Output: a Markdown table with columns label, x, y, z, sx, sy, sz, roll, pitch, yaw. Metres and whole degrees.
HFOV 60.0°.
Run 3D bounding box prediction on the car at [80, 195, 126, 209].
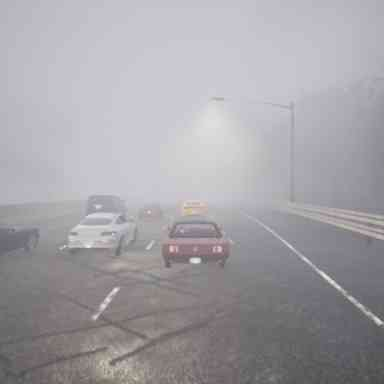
| label | x | y | z | sx | sy | sz | roll | pitch | yaw |
| --- | --- | --- | --- | --- | --- | --- | --- | --- | --- |
| car | -6.892 | 1.231 | 27.059 | 2.150 | 2.045 | 5.566 | 0 | 0 | 0 |

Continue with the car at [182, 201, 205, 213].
| label | x | y | z | sx | sy | sz | roll | pitch | yaw |
| --- | --- | --- | --- | --- | --- | --- | --- | --- | --- |
| car | 0.107 | 1.490 | 29.533 | 1.882 | 1.535 | 5.008 | 0 | 0 | 0 |

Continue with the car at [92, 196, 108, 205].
| label | x | y | z | sx | sy | sz | roll | pitch | yaw |
| --- | --- | --- | --- | --- | --- | --- | --- | --- | --- |
| car | -17.490 | 1.575 | 63.276 | 1.812 | 1.442 | 4.674 | 0 | 0 | 0 |

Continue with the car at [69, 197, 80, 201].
| label | x | y | z | sx | sy | sz | roll | pitch | yaw |
| --- | --- | --- | --- | --- | --- | --- | --- | --- | --- |
| car | -20.988 | 1.575 | 62.807 | 1.812 | 1.442 | 4.674 | 0 | 0 | 0 |

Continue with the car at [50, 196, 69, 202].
| label | x | y | z | sx | sy | sz | roll | pitch | yaw |
| --- | --- | --- | --- | --- | --- | --- | --- | --- | --- |
| car | -24.484 | 1.524 | 63.071 | 1.882 | 1.535 | 5.008 | 0 | 0 | 0 |

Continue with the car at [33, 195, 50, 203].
| label | x | y | z | sx | sy | sz | roll | pitch | yaw |
| --- | --- | --- | --- | --- | --- | --- | --- | --- | --- |
| car | -27.983 | 1.401 | 62.614 | 2.097 | 1.767 | 4.553 | 0 | 0 | 0 |

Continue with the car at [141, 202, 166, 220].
| label | x | y | z | sx | sy | sz | roll | pitch | yaw |
| --- | --- | --- | --- | --- | --- | --- | --- | --- | --- |
| car | -3.393 | 1.575 | 28.590 | 1.994 | 1.385 | 4.181 | 0 | 0 | 0 |

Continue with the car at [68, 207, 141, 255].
| label | x | y | z | sx | sy | sz | roll | pitch | yaw |
| --- | --- | --- | --- | --- | --- | --- | --- | --- | --- |
| car | -3.397 | 1.527 | 13.213 | 1.812 | 1.442 | 4.674 | 0 | 0 | 0 |

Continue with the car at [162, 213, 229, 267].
| label | x | y | z | sx | sy | sz | roll | pitch | yaw |
| --- | --- | --- | --- | --- | --- | --- | --- | --- | --- |
| car | 0.102 | 1.602 | 11.393 | 1.895 | 1.301 | 4.718 | 0 | 0 | 0 |

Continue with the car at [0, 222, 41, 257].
| label | x | y | z | sx | sy | sz | roll | pitch | yaw |
| --- | --- | --- | --- | --- | --- | --- | --- | --- | --- |
| car | -6.898 | 1.602 | 10.997 | 1.895 | 1.301 | 4.718 | 0 | 0 | 0 |
